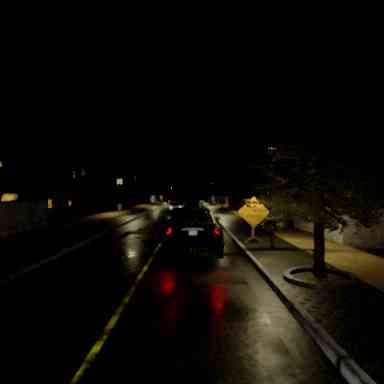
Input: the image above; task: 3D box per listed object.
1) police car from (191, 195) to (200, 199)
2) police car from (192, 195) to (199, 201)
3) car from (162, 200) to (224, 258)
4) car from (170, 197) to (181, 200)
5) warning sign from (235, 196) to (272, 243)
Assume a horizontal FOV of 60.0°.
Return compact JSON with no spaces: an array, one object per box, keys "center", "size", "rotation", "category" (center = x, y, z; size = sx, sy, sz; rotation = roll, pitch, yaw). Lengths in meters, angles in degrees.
[{"center":[0.876,1.645,83.975],"size":[1.930,1.638,5.238],"rotation":[0,0,0],"category":"police car"},{"center":[0.882,1.709,93.977],"size":[1.930,1.638,5.238],"rotation":[0,0,0],"category":"police car"},{"center":[0.052,1.347,12.903],"size":[2.097,1.767,4.553],"rotation":[0,0,1],"category":"car"},{"center":[-2.773,1.567,57.376],"size":[1.882,1.535,5.008],"rotation":[0,0,1],"category":"car"},{"center":[2.539,1.111,13.836],"size":[1.300,1.860,1.060],"rotation":[1,1,0],"category":"warning sign"}]
